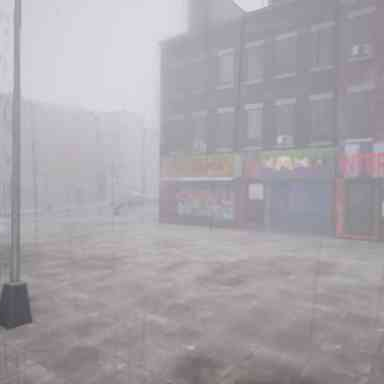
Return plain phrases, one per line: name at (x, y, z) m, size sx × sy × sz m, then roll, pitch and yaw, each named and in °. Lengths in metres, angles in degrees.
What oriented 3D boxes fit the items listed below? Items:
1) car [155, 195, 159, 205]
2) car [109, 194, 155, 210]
car at (-2.777, 0.744, 36.700) m, size 1.887 × 1.381 × 4.507 m, roll 3°, pitch 3°, yaw 35°
car at (-5.986, 0.895, 32.196) m, size 1.947 × 1.339 × 4.313 m, roll 3°, pitch 3°, yaw 35°
